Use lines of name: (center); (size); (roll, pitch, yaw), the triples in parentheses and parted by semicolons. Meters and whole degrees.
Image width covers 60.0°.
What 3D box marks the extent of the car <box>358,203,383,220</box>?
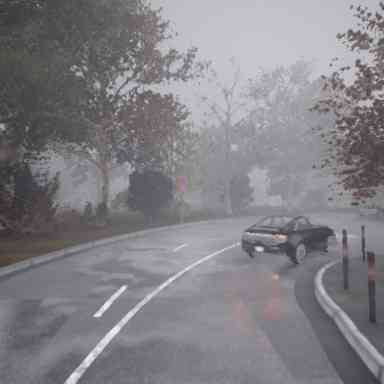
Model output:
car: (17.513, 1.772, 31.324); (4.902, 1.511, 2.128); (0, -1, -38)

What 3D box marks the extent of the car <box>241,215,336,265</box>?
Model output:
car: (3.693, 1.584, 12.204); (2.128, 1.511, 4.902); (-1, -1, 41)
